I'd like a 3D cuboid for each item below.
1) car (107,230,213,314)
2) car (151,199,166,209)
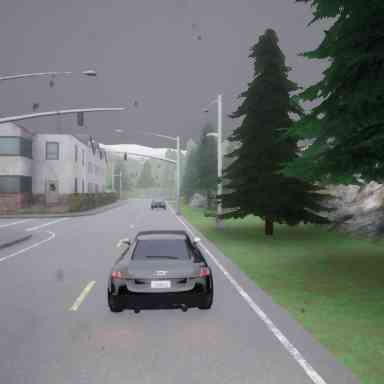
[{"bbox_3d":[-0.697,1.564,7.750,1.994,1.385,4.181,0,0,-5],"label":"car"},{"bbox_3d":[-4.449,1.601,43.920,1.895,1.301,4.718,0,0,-6],"label":"car"}]
